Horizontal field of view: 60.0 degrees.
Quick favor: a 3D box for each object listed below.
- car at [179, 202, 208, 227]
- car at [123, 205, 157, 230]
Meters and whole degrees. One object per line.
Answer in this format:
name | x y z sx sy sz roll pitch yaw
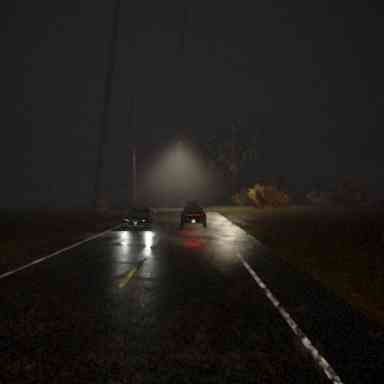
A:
car | 0.103 1.739 24.745 1.837 1.490 4.892 0 -1 0
car | -3.497 1.724 23.047 1.837 1.490 4.892 0 -1 0
